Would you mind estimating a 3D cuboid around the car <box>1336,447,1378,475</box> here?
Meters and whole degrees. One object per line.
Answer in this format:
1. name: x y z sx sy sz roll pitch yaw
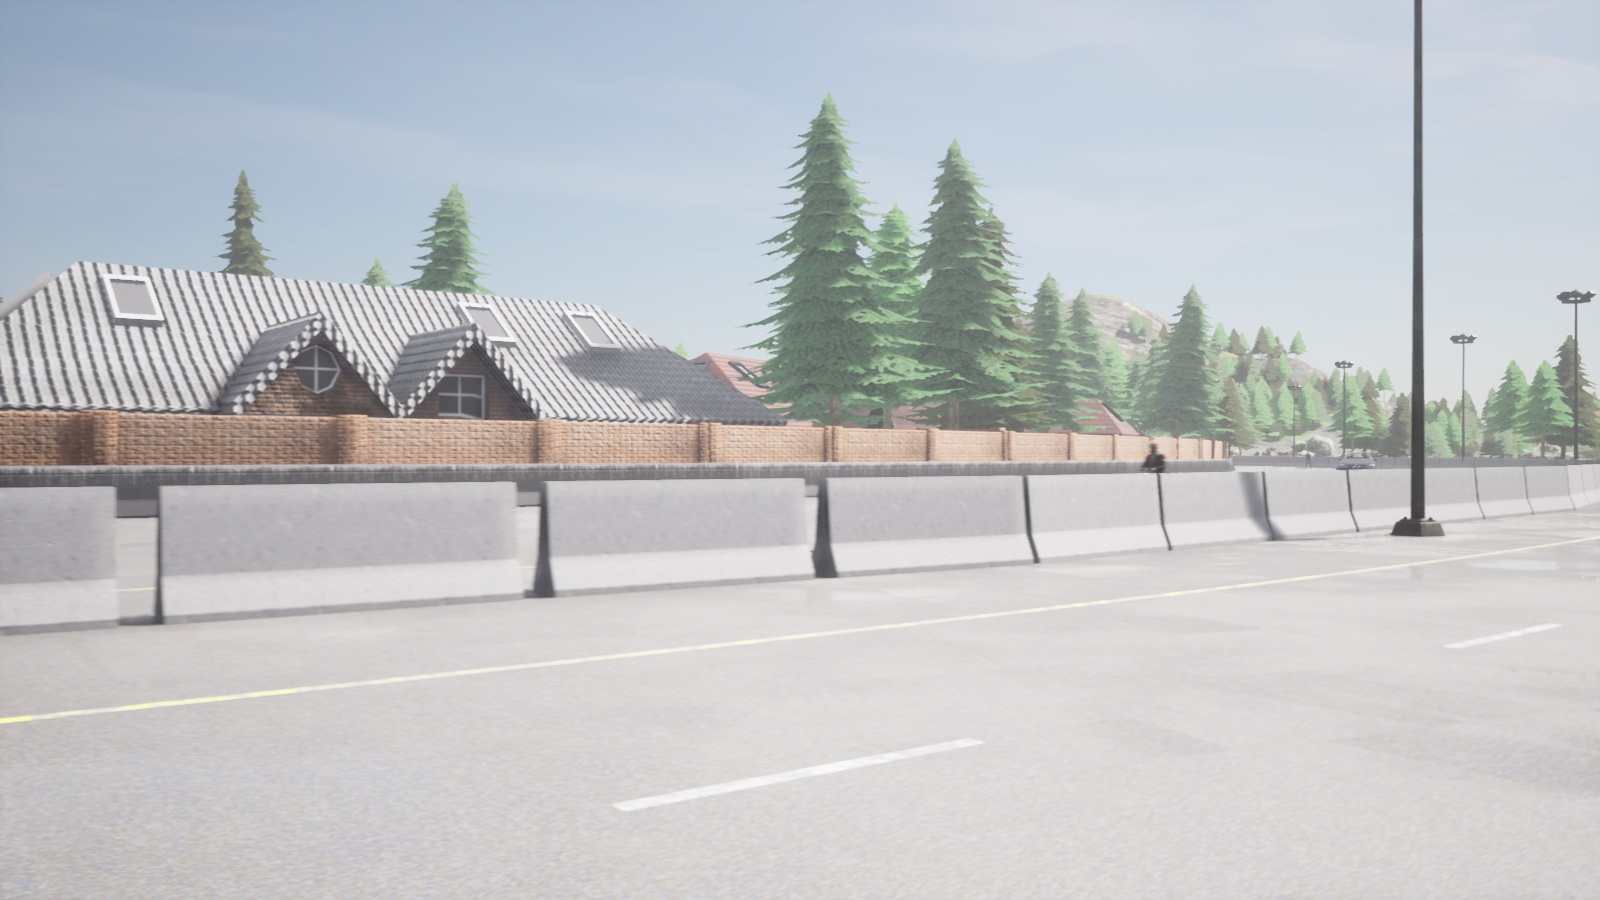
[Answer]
1. car: 33.498 0.647 75.454 2.152 1.651 5.027 0 0 26
